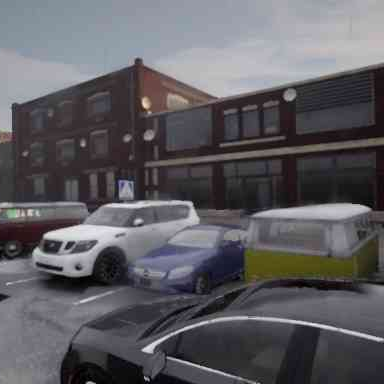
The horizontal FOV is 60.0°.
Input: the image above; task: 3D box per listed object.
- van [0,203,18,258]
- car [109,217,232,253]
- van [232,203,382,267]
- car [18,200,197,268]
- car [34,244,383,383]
[{"bbox_3d":[-6.407,1.412,13.372,1.878,1.987,4.442,-1,-1,35],"label":"van"},{"bbox_3d":[0.400,1.567,8.669,2.002,1.452,4.674,-1,0,35],"label":"car"},{"bbox_3d":[2.807,1.270,7.093,1.878,1.987,4.442,-1,0,35],"label":"van"},{"bbox_3d":[-1.868,1.309,10.246,2.435,2.045,5.566,-1,-1,35],"label":"car"},{"bbox_3d":[0.888,1.510,2.744,4.892,1.490,1.837,-1,-1,35],"label":"car"}]
